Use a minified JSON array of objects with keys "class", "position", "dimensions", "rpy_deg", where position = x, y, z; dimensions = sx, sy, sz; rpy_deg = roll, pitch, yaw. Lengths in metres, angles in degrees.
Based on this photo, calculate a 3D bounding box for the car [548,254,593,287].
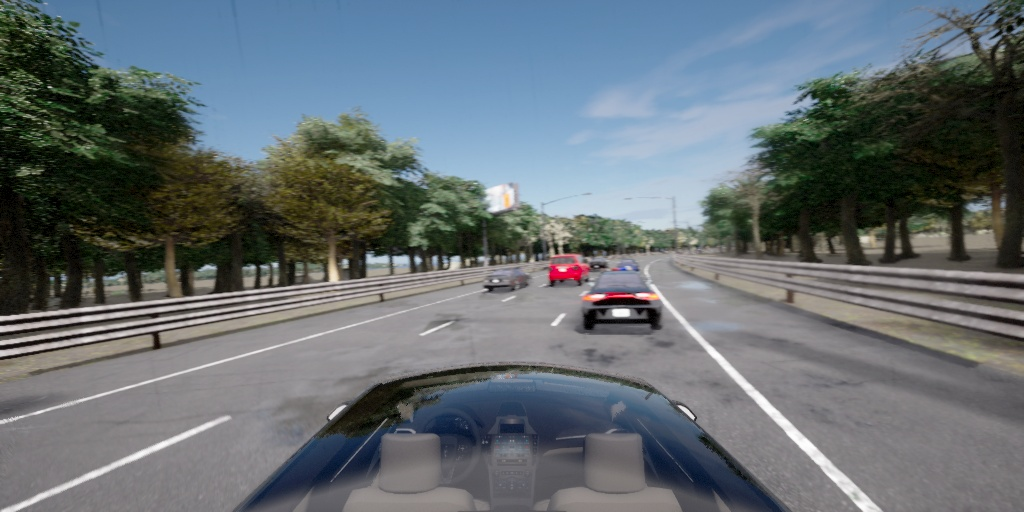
[{"class":"car","position":[3.993,0.927,24.786],"dimensions":[2.150,2.045,5.566],"rpy_deg":[-3,0,18]}]

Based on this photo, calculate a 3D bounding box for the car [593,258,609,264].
[{"class":"car","position":[10.269,0.967,42.116],"dimensions":[1.882,1.535,5.008],"rpy_deg":[-3,-1,21]}]

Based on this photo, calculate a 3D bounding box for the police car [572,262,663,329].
[{"class":"police car","position":[3.250,1.141,10.777],"dimensions":[2.038,1.542,4.974],"rpy_deg":[-3,-1,16]}]

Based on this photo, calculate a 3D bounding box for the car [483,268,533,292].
[{"class":"car","position":[-0.167,1.478,23.309],"dimensions":[2.033,1.411,5.357],"rpy_deg":[-3,0,18]}]

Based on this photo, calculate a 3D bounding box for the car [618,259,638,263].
[{"class":"car","position":[11.190,0.939,34.632],"dimensions":[1.994,1.385,4.181],"rpy_deg":[-3,0,20]}]
